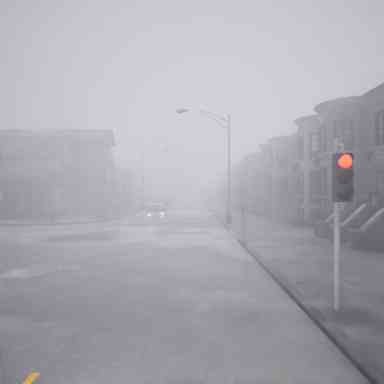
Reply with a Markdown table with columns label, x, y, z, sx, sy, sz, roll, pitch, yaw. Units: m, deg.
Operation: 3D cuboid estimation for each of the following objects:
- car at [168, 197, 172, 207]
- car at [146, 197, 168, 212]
| label | x | y | z | sx | sy | sz | roll | pitch | yaw |
| --- | --- | --- | --- | --- | --- | --- | --- | --- | --- |
| car | -4.160 | 1.506 | 52.262 | 1.837 | 1.490 | 4.892 | 0 | 0 | 0 |
| car | -4.159 | 1.526 | 39.455 | 1.812 | 1.442 | 4.674 | 0 | 0 | -1 |
